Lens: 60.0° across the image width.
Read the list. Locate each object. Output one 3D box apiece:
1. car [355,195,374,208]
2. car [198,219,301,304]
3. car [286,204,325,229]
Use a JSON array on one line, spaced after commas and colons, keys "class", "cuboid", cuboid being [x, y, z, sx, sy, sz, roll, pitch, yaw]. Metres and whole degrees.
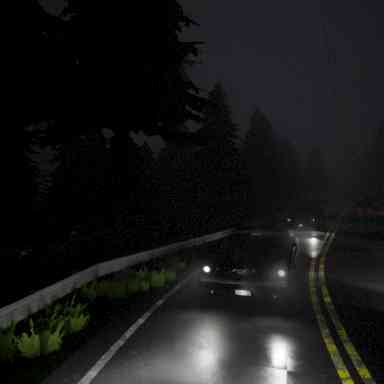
[{"class": "car", "cuboid": [20.862, 1.058, 40.152, 2.128, 1.511, 4.902, -2, 0, 28]}, {"class": "car", "cuboid": [1.655, 1.599, 8.438, 1.895, 1.301, 4.718, -1, 0, 18]}, {"class": "car", "cuboid": [7.215, 1.452, 20.892, 2.033, 1.411, 5.357, -2, 0, 26]}]
